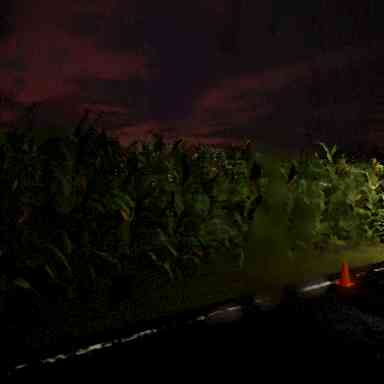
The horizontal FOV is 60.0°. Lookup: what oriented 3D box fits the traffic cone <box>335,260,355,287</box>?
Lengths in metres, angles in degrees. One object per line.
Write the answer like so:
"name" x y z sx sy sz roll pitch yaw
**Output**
"traffic cone" 3.759 1.974 8.192 0.340 0.580 0.340 0 0 -35
